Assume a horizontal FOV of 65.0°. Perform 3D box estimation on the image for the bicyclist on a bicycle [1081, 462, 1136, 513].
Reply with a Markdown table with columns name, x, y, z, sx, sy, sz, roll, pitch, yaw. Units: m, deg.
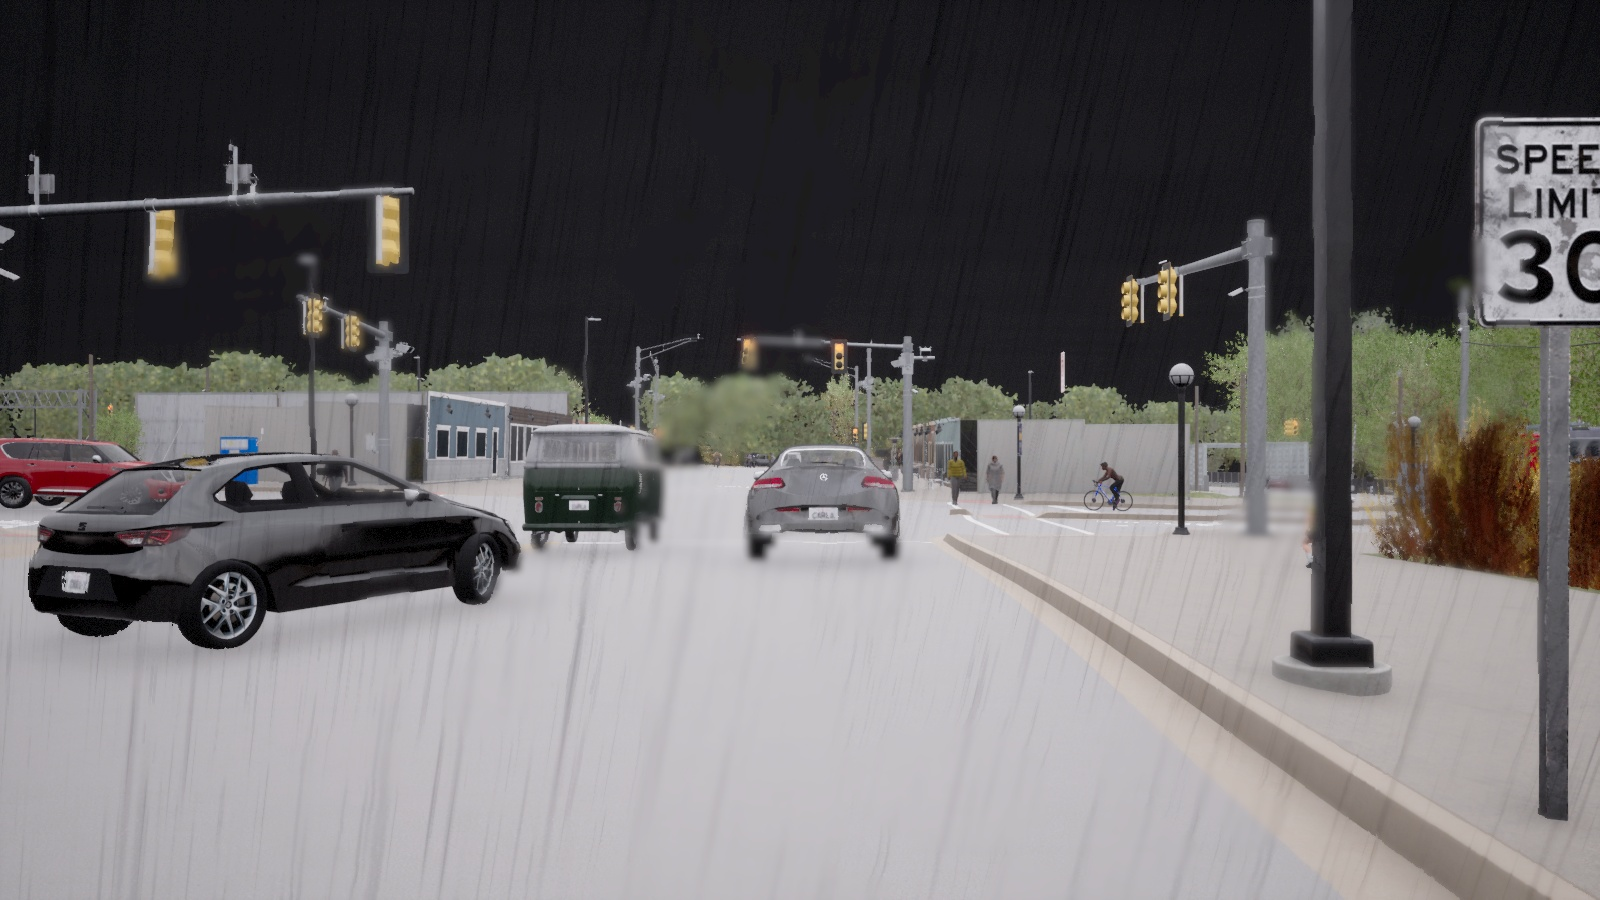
| name | x | y | z | sx | sy | sz | roll | pitch | yaw |
| --- | --- | --- | --- | --- | --- | --- | --- | --- | --- |
| bicyclist on a bicycle | 10.250 | 1.247 | 41.785 | 1.656 | 1.620 | 0.582 | 1 | -1 | 0 |

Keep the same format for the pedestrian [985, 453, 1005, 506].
| name | x | y | z | sx | sy | sz | roll | pitch | yaw |
| --- | --- | --- | --- | --- | --- | --- | --- | --- | --- |
| pedestrian | 7.260 | 1.082 | 46.793 | 0.659 | 1.952 | 0.873 | 0 | 1 | 14 |

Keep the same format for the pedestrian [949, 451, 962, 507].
| name | x | y | z | sx | sy | sz | roll | pitch | yaw |
| --- | --- | --- | --- | --- | --- | --- | --- | --- | --- |
| pedestrian | 5.193 | 0.949 | 41.940 | 0.431 | 1.840 | 0.709 | 0 | 1 | 5 |

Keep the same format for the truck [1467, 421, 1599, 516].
| name | x | y | z | sx | sy | sz | roll | pitch | yaw |
| --- | --- | --- | --- | --- | --- | --- | --- | --- | --- |
| truck | 32.456 | 0.827 | 54.751 | 2.891 | 3.827 | 8.468 | -1 | -1 | 6 |

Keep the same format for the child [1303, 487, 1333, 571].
| name | x | y | z | sx | sy | sz | roll | pitch | yaw |
| --- | --- | --- | --- | --- | --- | --- | --- | --- | --- |
| child | 7.023 | 1.069 | 17.027 | 0.255 | 1.110 | 0.394 | 0 | 1 | 4 |

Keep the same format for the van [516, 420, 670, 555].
| name | x | y | z | sx | sy | sz | roll | pitch | yaw |
| --- | --- | --- | --- | --- | --- | --- | --- | --- | --- |
| van | -3.282 | 0.598 | 20.731 | 1.775 | 1.987 | 4.442 | 0 | -1 | 0 |

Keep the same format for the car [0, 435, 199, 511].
| name | x | y | z | sx | sy | sz | roll | pitch | yaw |
| --- | --- | --- | --- | --- | --- | --- | --- | --- | --- |
| car | -21.005 | 0.660 | 36.899 | 5.566 | 2.045 | 2.150 | 1 | 0 | -3 |

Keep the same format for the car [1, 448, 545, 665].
| name | x | y | z | sx | sy | sz | roll | pitch | yaw |
| --- | --- | --- | --- | --- | --- | --- | --- | --- | --- |
| car | -4.332 | 0.746 | 11.057 | 1.816 | 1.474 | 4.193 | 0 | 1 | 28 |

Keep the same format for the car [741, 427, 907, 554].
| name | x | y | z | sx | sy | sz | roll | pitch | yaw |
| --- | --- | --- | --- | --- | --- | --- | --- | --- | --- |
| car | 0.350 | 0.588 | 18.883 | 2.152 | 1.651 | 5.027 | 0 | -1 | 1 |
